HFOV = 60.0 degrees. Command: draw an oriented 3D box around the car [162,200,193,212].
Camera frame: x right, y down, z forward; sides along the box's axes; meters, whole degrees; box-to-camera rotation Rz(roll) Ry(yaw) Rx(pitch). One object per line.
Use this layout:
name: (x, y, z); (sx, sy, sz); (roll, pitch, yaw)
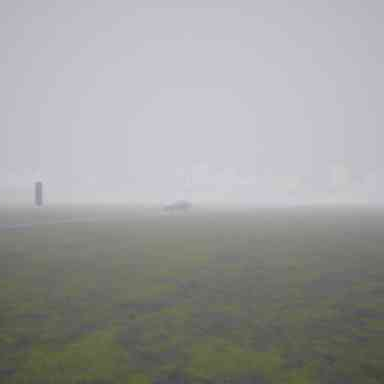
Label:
car: (-1.890, 1.800, 43.746); (1.882, 1.535, 5.008); (-1, -1, 35)
